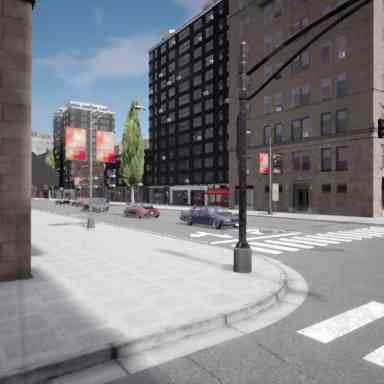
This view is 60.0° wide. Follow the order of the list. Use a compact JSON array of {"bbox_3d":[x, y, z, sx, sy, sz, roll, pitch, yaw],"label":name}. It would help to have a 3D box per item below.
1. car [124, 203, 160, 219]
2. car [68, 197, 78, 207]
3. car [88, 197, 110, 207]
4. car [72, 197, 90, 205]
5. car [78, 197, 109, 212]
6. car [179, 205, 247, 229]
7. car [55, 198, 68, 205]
[{"bbox_3d":[-4.640,1.667,30.503,1.994,1.385,4.181,0,0,-36],"label":"car"},{"bbox_3d":[-18.972,1.745,56.268,1.812,1.442,4.674,0,0,-36],"label":"car"},{"bbox_3d":[-16.256,1.717,58.051,2.128,1.511,4.902,0,0,-36],"label":"car"},{"bbox_3d":[-22.161,1.752,66.238,2.128,1.511,4.902,0,0,-36],"label":"car"},{"bbox_3d":[-11.717,1.501,40.339,2.097,1.767,4.553,0,0,-35],"label":"car"},{"bbox_3d":[1.224,1.611,22.376,2.033,1.411,5.357,0,0,-36],"label":"car"},{"bbox_3d":[-25.335,1.859,65.084,1.895,1.301,4.718,0,0,-36],"label":"car"}]
